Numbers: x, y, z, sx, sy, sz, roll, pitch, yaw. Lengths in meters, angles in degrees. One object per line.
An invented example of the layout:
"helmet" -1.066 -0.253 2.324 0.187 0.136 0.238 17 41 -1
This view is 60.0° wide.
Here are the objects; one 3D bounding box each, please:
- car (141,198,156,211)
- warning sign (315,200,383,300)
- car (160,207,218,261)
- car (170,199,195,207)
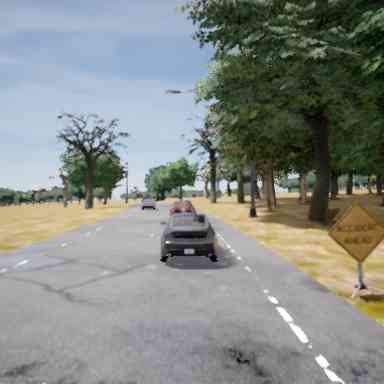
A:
"car" -5.723 1.677 44.272 2.033 1.411 5.357 0 0 -5
"warning sign" 3.454 1.119 6.891 1.300 1.860 1.060 -2 -2 -1
"car" -0.126 1.516 12.315 1.837 1.490 4.892 0 0 -1
"car" -0.818 1.409 28.165 2.097 1.767 4.553 0 0 -3
